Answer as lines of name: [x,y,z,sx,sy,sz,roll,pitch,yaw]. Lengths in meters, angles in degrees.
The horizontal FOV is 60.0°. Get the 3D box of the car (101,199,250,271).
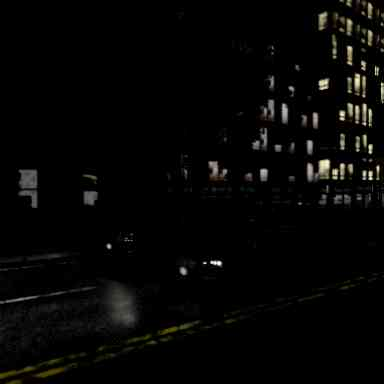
car: [-0.232,1.277,11.499,5.566,2.045,2.150,1,0,-37]

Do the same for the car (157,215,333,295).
car: [1.806,1.550,8.957,4.902,1.511,2.128,1,0,-35]
